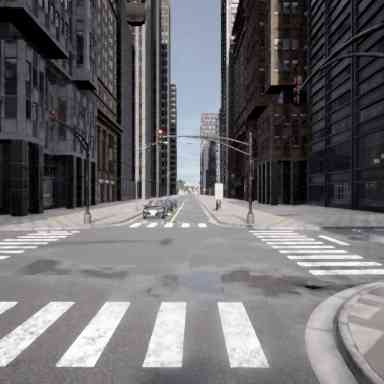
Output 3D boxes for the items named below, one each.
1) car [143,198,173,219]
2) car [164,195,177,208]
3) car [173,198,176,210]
[{"bbox_3d":[-3.169,1.501,29.425,2.128,1.511,4.902,0,0,0],"label":"car"},{"bbox_3d":[-3.204,1.585,49.210,1.994,1.385,4.181,0,0,0],"label":"car"},{"bbox_3d":[-3.192,1.579,38.691,1.994,1.385,4.181,0,0,0],"label":"car"}]
